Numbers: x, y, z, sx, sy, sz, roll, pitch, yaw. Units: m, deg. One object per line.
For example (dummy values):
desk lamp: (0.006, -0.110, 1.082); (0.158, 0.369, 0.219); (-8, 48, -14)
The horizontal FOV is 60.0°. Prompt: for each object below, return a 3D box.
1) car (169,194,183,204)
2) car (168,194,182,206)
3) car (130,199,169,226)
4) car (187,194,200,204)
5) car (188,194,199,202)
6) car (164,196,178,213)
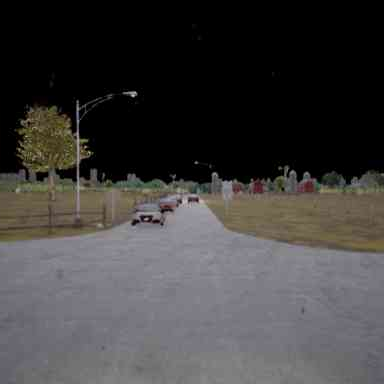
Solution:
car: (-2.557, 1.109, 54.224); (1.882, 1.535, 5.008); (0, 0, 1)
car: (-2.641, 1.189, 43.170); (2.128, 1.511, 4.902); (0, 1, 1)
car: (-2.758, 1.408, 21.742); (1.994, 1.385, 4.181); (0, 0, -1)
car: (0.250, 1.102, 55.424); (1.882, 1.535, 5.008); (0, 0, 0)
car: (0.297, 1.129, 65.848); (1.994, 1.385, 4.181); (0, 0, 0)
car: (-2.687, 1.365, 33.196); (1.895, 1.301, 4.718); (0, 0, 0)
